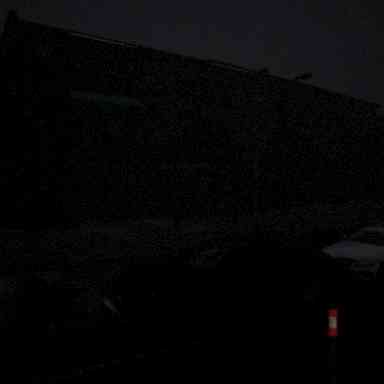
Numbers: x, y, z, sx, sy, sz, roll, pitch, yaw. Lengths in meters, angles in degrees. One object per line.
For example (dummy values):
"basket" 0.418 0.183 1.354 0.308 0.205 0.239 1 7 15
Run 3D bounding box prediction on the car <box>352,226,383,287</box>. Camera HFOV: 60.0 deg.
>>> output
"car" 6.044 1.861 10.644 4.674 1.452 2.002 0 2 -34

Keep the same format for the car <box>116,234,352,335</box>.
"car" 0.886 1.743 7.309 5.008 1.535 2.097 1 -1 -28
